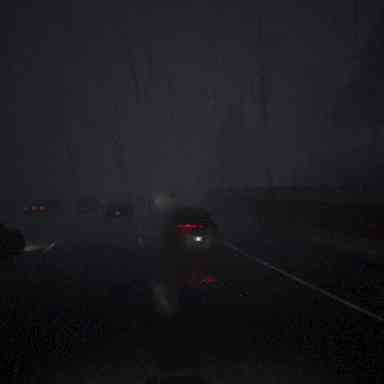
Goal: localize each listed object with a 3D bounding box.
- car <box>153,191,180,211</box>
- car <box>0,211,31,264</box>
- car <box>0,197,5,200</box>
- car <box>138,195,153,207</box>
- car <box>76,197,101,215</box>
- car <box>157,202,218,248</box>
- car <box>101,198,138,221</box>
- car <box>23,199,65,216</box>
[{"bbox_3d":[-2.502,0.938,34.479,2.150,2.045,5.566,0,-1,-2],"label":"car"},{"bbox_3d":[-6.472,1.484,9.829,1.994,1.385,4.181,0,0,-12],"label":"car"},{"bbox_3d":[-23.717,1.282,39.585,1.895,1.301,4.718,0,0,0],"label":"car"},{"bbox_3d":[-5.960,1.148,42.592,2.128,1.511,4.902,0,0,1],"label":"car"},{"bbox_3d":[-9.311,1.229,30.935,1.882,1.535,5.008,0,0,-3],"label":"car"},{"bbox_3d":[-0.242,1.390,14.278,1.837,1.490,4.892,0,1,-11],"label":"car"},{"bbox_3d":[-5.348,1.275,25.153,1.882,1.535,5.008,0,1,-6],"label":"car"},{"bbox_3d":[-12.741,1.314,28.933,2.033,1.411,5.357,0,0,-4],"label":"car"}]
